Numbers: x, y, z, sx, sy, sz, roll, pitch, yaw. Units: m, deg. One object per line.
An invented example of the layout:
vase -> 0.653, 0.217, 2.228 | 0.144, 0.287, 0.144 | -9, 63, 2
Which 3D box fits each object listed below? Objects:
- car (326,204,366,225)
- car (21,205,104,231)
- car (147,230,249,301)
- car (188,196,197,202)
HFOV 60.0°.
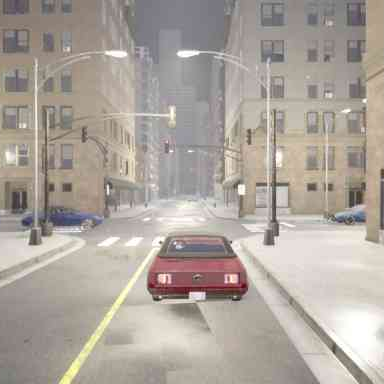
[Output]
car -> 12.198, 1.512, 22.852 | 5.357, 1.411, 2.033 | 0, 0, 3
car -> -7.810, 1.542, 20.264 | 4.674, 1.442, 1.812 | 0, 0, -11
car -> 0.093, 1.601, 8.261 | 1.895, 1.301, 4.718 | 0, 0, 0
car -> 0.098, 1.567, 75.174 | 1.895, 1.301, 4.718 | 0, 0, 0
